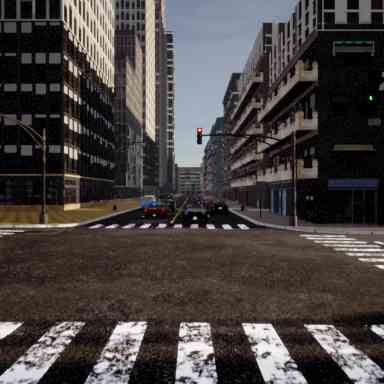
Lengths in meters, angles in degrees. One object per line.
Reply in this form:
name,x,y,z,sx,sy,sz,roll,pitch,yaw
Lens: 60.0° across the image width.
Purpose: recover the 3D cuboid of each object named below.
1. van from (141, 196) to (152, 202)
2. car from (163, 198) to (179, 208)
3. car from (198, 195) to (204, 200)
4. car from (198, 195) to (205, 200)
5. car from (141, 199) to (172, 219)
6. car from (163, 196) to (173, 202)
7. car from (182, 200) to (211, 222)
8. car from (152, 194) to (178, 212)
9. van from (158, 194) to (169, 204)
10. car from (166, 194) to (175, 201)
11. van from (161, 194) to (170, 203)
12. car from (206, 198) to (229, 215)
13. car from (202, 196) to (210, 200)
van,-5.683,1.346,43.728,1.690,1.788,3.998,0,0,0
car,-3.072,1.570,49.553,1.994,1.385,4.181,0,0,0
car,2.702,1.560,60.690,2.008,1.369,4.403,0,0,0
car,2.710,1.590,94.615,1.947,1.339,4.313,0,0,0
car,-3.095,1.603,29.564,1.895,1.301,4.718,0,0,0
car,-5.674,1.567,77.654,2.008,1.369,4.403,0,0,0
car,0.213,1.602,26.457,1.895,1.301,4.718,0,0,0
car,-3.095,1.225,39.463,2.150,2.045,5.566,0,0,0
van,-5.678,1.353,66.345,1.690,1.788,3.998,0,0,0
car,-5.672,1.336,88.963,2.192,1.841,5.009,0,0,0
van,-5.676,1.355,72.000,1.690,1.788,3.998,0,0,0
car,2.696,1.568,33.760,1.947,1.339,4.313,0,0,0
car,2.698,1.549,43.727,1.887,1.381,4.507,0,0,0
